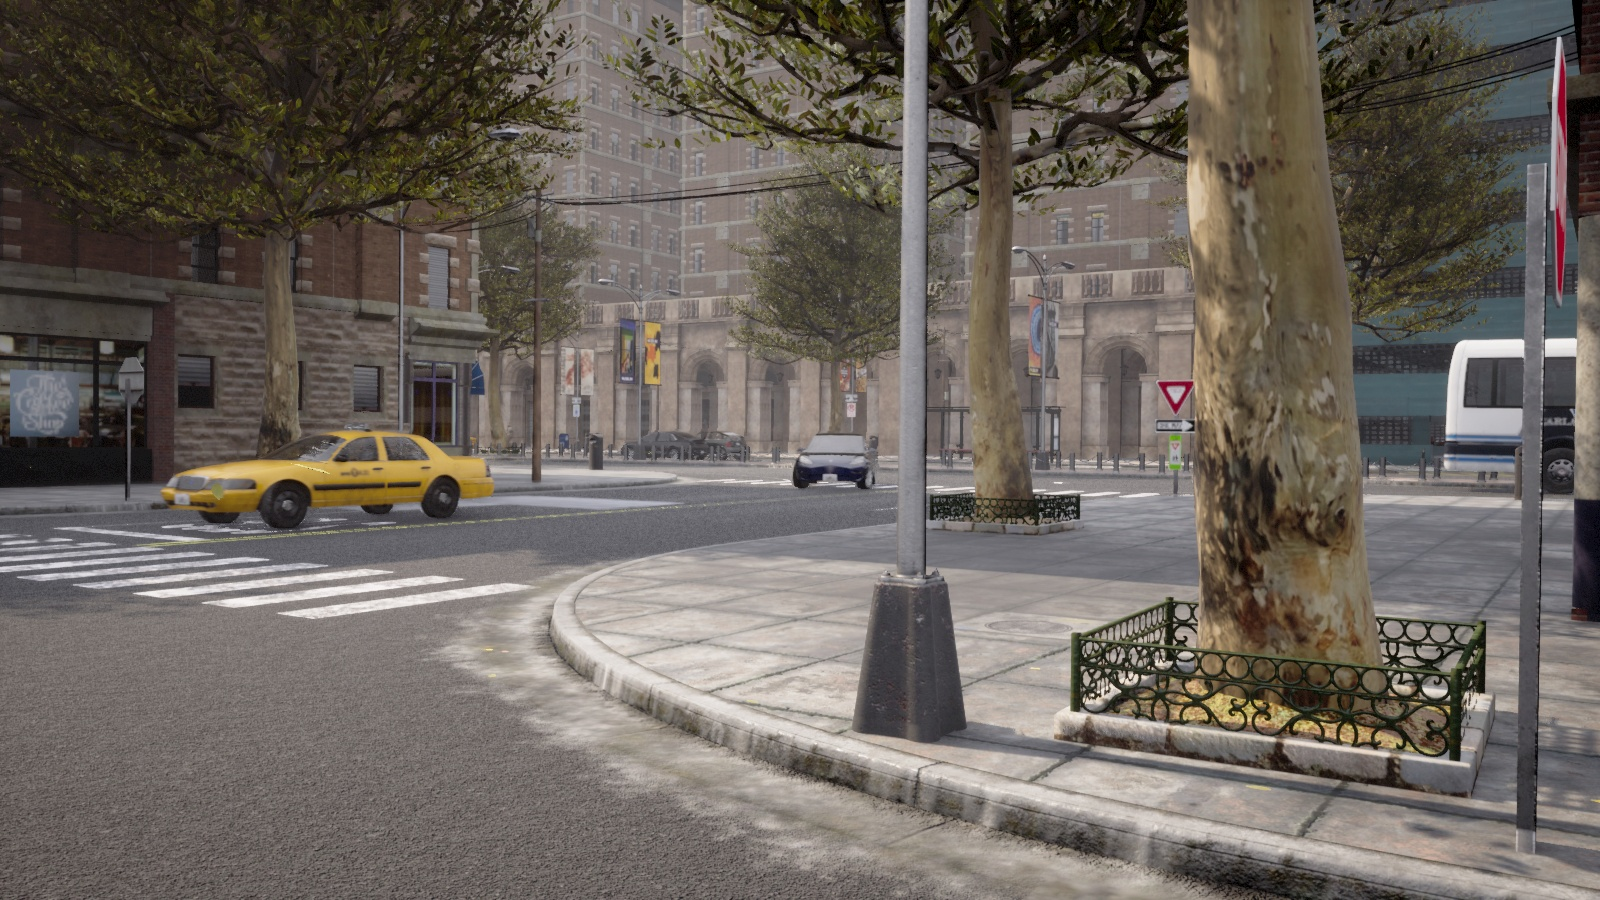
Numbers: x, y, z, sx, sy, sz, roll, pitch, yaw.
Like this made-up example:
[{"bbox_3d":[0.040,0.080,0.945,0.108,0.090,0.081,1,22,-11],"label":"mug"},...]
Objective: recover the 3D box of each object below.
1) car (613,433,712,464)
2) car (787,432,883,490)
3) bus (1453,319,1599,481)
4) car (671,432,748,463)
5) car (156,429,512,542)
[{"bbox_3d":[-6.940,-0.063,63.172,4.892,1.490,1.837,0,1,33],"label":"car"},{"bbox_3d":[1.051,0.247,34.741,2.163,1.488,4.792,0,1,7],"label":"car"},{"bbox_3d":[23.483,-1.317,33.576,10.273,4.253,3.944,1,2,33],"label":"bus"},{"bbox_3d":[-4.748,-0.147,65.919,3.705,1.549,1.789,0,1,33],"label":"car"},{"bbox_3d":[-7.258,0.461,20.250,1.801,1.575,5.366,0,1,33],"label":"car"}]
